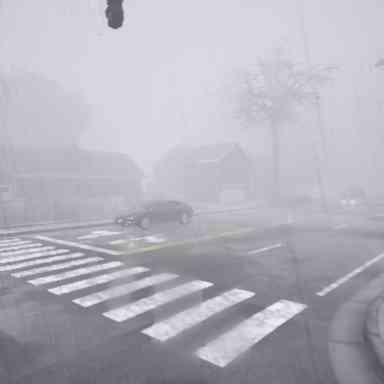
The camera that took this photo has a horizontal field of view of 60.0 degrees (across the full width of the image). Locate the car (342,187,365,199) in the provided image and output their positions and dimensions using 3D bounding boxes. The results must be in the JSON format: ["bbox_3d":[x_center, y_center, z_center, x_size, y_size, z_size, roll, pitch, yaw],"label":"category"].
[{"bbox_3d":[21.260,0.078,43.683,2.128,1.511,4.902,0,2,43],"label":"car"}]

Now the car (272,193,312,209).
[{"bbox_3d":[9.274,0.782,30.793,1.895,1.301,4.718,0,2,43],"label":"car"}]

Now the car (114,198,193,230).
[{"bbox_3d":[-2.022,1.151,18.518,1.837,1.490,4.892,0,1,43],"label":"car"}]
